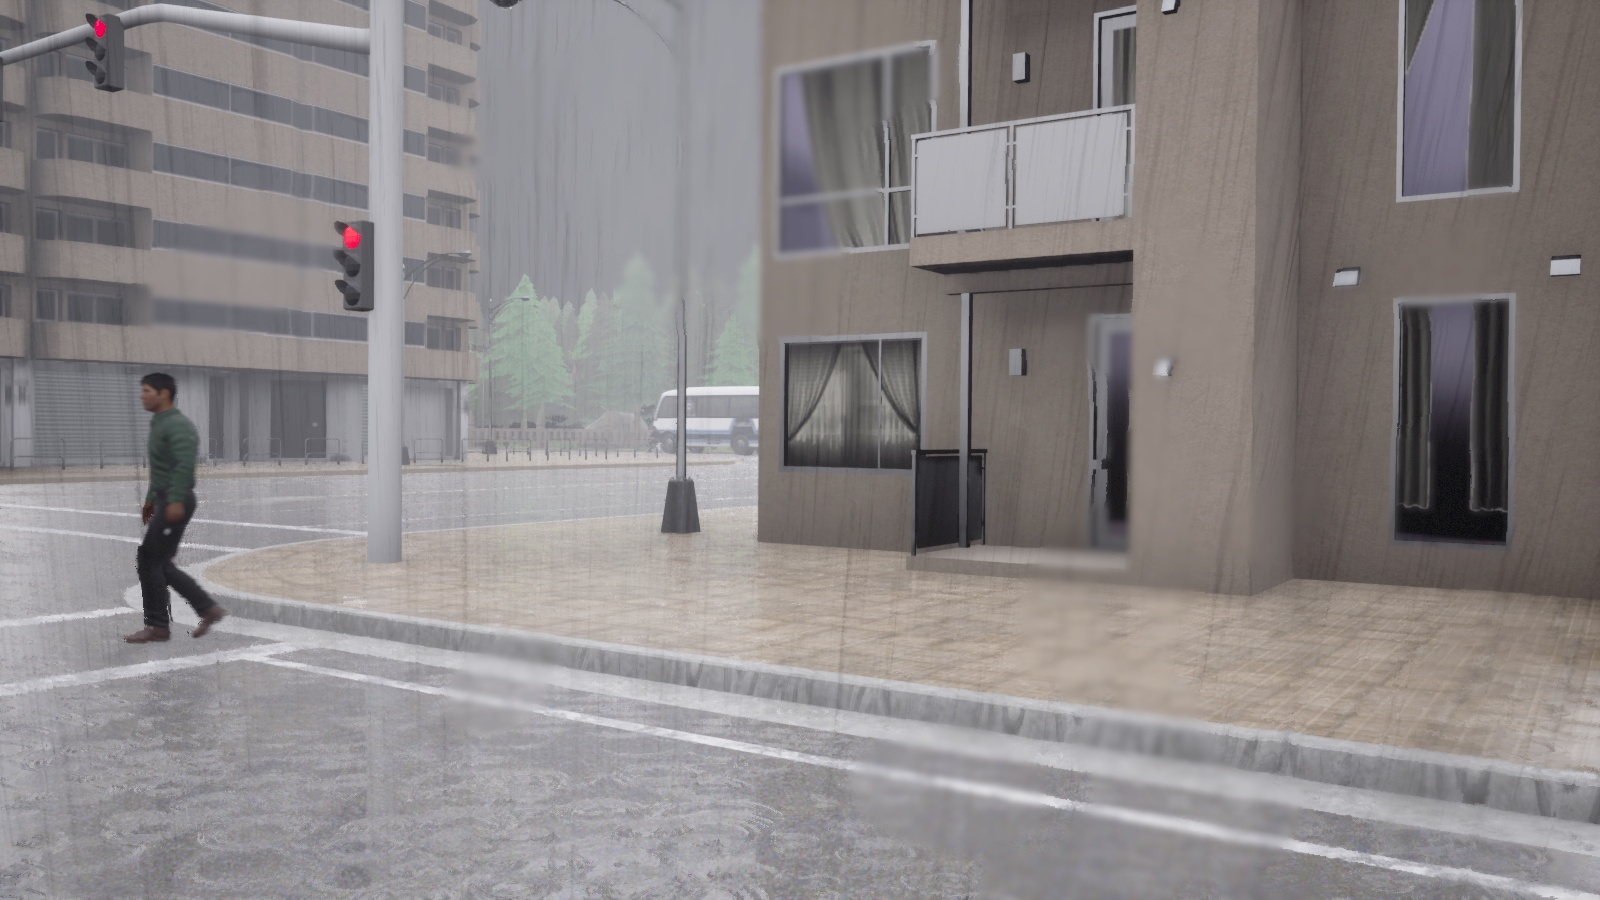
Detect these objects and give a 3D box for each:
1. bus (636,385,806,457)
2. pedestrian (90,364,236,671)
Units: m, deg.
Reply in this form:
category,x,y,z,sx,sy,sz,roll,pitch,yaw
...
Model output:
category,x,y,z,sx,sy,sz,roll,pitch,yaw
bus,-5.035,-1.730,78.710,10.273,4.253,3.944,0,1,34
pedestrian,-4.236,0.424,8.361,0.788,1.949,0.423,-1,1,-35
